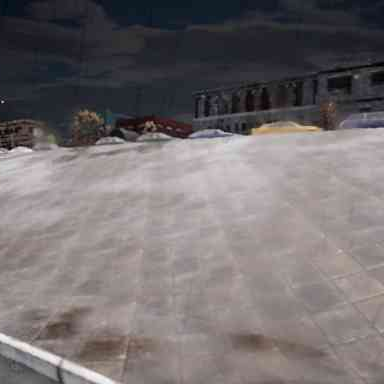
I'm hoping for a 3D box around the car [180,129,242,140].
[{"bbox_3d":[1.792,-4.107,25.603,4.674,1.452,2.002,2,1,34],"label":"car"}]

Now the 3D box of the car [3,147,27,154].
[{"bbox_3d":[-20.851,-4.808,41.197,4.674,1.452,2.002,2,1,35],"label":"car"}]

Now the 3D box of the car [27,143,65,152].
[{"bbox_3d":[-16.339,-4.844,38.059,4.553,1.767,2.185,2,1,35],"label":"car"}]

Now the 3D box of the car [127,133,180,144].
[{"bbox_3d":[-2.824,-4.310,28.675,4.892,1.521,2.231,2,1,35],"label":"car"}]

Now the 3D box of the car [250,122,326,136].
[{"bbox_3d":[6.475,-3.979,22.630,5.008,1.535,2.097,2,1,32],"label":"car"}]

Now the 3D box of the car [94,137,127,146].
[{"bbox_3d":[-7.360,-4.455,31.817,4.892,1.521,2.231,2,1,35],"label":"car"}]

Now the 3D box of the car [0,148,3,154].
[{"bbox_3d":[-25.507,-5.108,44.434,4.553,1.767,2.185,2,1,35],"label":"car"}]

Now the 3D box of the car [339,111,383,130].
[{"bbox_3d":[11.201,-3.938,19.768,4.553,1.767,2.185,2,1,31],"label":"car"}]
